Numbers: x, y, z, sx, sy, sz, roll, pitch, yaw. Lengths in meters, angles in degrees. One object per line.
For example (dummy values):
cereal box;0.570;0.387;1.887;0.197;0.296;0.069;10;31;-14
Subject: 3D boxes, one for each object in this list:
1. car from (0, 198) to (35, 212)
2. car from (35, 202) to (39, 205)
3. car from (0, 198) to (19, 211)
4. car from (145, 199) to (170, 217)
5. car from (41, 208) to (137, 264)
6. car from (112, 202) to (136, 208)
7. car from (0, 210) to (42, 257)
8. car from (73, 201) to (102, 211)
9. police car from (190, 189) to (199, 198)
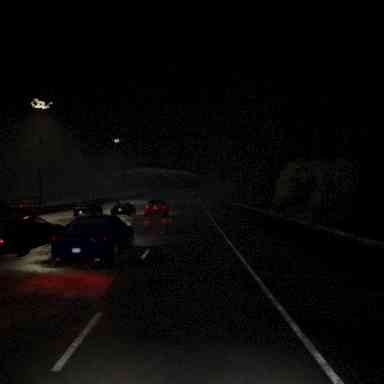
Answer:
car;-10.390;1.336;16.565;2.150;2.045;5.566;0;0;0
car;-21.090;1.696;41.889;1.895;1.301;4.718;0;0;0
car;-24.584;1.594;42.929;1.837;1.490;4.892;0;0;0
car;-3.402;1.480;33.110;2.097;1.767;4.553;0;0;0
car;-3.400;1.571;12.236;1.882;1.535;5.008;0;0;0
car;-6.902;1.691;33.895;1.994;1.385;4.181;0;0;0
car;-6.900;1.647;13.317;2.033;1.411;5.357;0;0;0
car;-10.402;1.633;33.523;1.837;1.490;4.892;0;0;0
police car;1.044;0.784;92.248;1.930;1.638;5.238;0;1;0
